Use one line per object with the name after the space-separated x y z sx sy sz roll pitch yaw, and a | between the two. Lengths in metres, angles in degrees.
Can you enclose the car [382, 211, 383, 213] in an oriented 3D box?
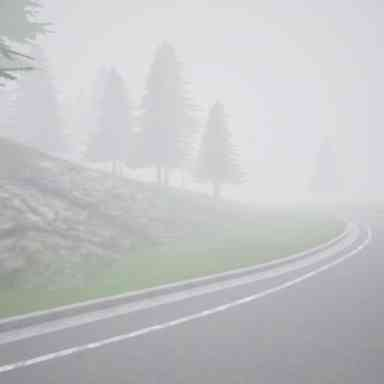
10.715 1.391 16.563 2.128 1.511 4.902 0 0 29 | car
